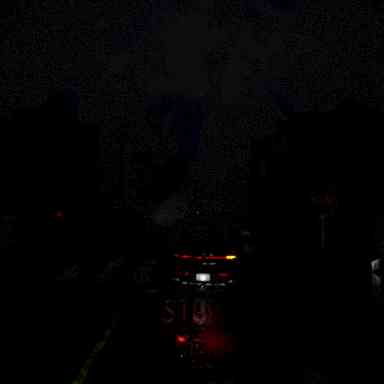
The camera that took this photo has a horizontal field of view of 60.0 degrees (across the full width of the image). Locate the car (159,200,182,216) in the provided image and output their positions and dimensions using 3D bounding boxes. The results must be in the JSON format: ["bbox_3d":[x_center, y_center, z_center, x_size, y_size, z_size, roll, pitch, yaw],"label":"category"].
[{"bbox_3d":[-2.616,1.931,38.399,2.033,1.411,5.357,0,-1,2],"label":"car"}]

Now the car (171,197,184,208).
[{"bbox_3d":[-2.575,1.958,48.501,1.882,1.535,5.008,0,-1,0],"label":"car"}]

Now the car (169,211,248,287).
[{"bbox_3d":[0.601,1.580,9.745,1.837,1.490,4.892,0,1,8],"label":"car"}]

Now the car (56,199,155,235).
[{"bbox_3d":[-4.992,1.410,19.469,5.566,2.045,2.150,0,-2,-1],"label":"car"}]

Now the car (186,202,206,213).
[{"bbox_3d":[0.438,1.846,35.398,2.128,1.511,4.902,0,-1,-3],"label":"car"}]
